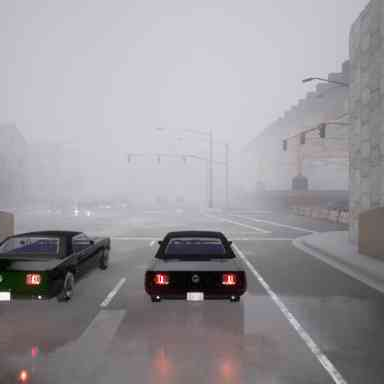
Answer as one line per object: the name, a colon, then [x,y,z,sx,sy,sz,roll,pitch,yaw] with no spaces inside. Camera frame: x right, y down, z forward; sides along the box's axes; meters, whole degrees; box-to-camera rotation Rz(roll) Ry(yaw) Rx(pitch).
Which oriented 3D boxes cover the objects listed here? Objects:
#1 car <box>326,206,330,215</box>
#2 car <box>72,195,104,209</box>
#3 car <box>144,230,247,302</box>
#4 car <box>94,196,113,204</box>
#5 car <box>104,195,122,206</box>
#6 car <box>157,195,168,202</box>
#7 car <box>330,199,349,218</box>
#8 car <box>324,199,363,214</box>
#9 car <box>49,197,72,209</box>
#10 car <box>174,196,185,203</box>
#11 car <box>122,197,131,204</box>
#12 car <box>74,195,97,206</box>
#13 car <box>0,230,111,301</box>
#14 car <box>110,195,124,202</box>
car: [14.056,1.452,30.754,4.974,1.542,2.038,0,0,-45]
car: [-13.855,1.477,44.703,1.882,1.535,5.008,0,0,2]
car: [0.078,1.601,8.232,1.895,1.301,4.718,0,0,0]
car: [-16.828,1.546,63.282,2.033,1.411,5.357,0,0,2]
car: [-13.596,1.546,54.527,2.033,1.411,5.357,0,0,2]
car: [-6.127,1.366,69.392,1.994,1.385,4.181,0,0,1]
car: [13.949,1.452,26.147,2.038,1.542,4.974,0,0,-35]
car: [14.093,1.294,30.790,4.536,1.218,1.853,0,0,-45]
car: [-17.360,1.491,44.502,2.128,1.511,4.902,0,0,2]
car: [-2.628,1.562,69.303,1.994,1.385,4.181,0,0,1]
car: [-13.278,1.599,64.831,1.895,1.301,4.718,0,0,2]
car: [-17.120,1.351,53.702,2.097,1.767,4.553,0,0,2]
car: [-3.422,1.601,8.242,1.895,1.301,4.718,0,0,0]
car: [-16.519,1.476,73.730,1.882,1.535,5.008,0,0,1]
